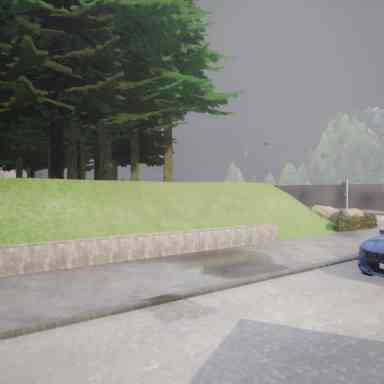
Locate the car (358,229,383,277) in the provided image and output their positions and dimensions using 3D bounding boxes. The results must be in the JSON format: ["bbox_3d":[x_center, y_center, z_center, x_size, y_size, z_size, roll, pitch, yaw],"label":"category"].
[{"bbox_3d":[6.578,1.476,9.202,5.008,1.535,1.882,0,0,-35],"label":"car"}]
